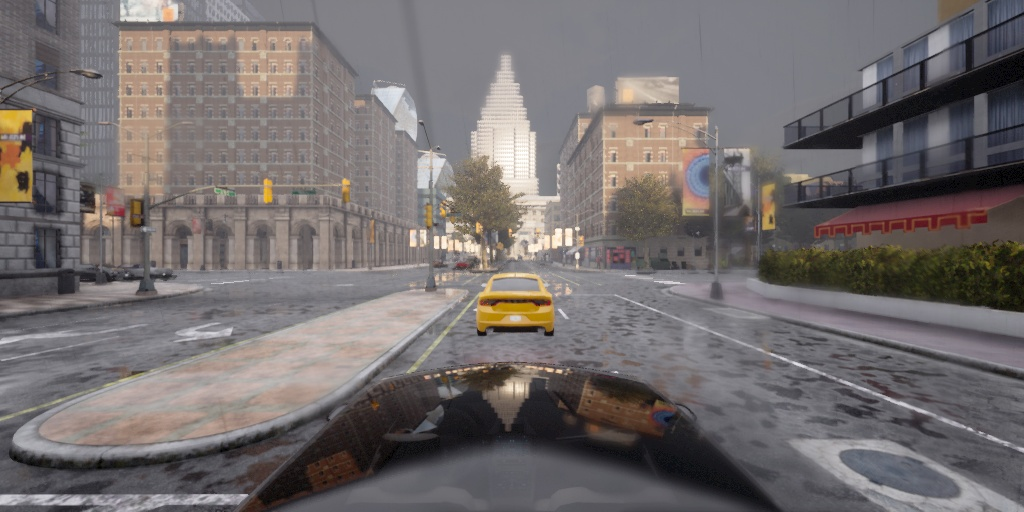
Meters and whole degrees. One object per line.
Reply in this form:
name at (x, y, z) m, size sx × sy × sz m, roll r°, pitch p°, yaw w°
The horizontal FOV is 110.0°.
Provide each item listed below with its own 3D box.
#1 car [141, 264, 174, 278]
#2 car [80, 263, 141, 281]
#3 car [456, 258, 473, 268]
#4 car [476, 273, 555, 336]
car at (-33.666, 1.346, 32.413) m, size 4.718 × 1.301 × 1.895 m, roll 0°, pitch 0°, yaw 0°
car at (-33.414, 1.271, 28.915) m, size 4.674 × 1.442 × 1.812 m, roll 0°, pitch 0°, yaw 0°
car at (-8.001, 1.341, 59.154) m, size 1.895 × 1.301 × 4.718 m, roll 0°, pitch 0°, yaw 0°
car at (0.092, 1.226, 10.414) m, size 1.882 × 1.535 × 5.008 m, roll 0°, pitch 0°, yaw 0°
